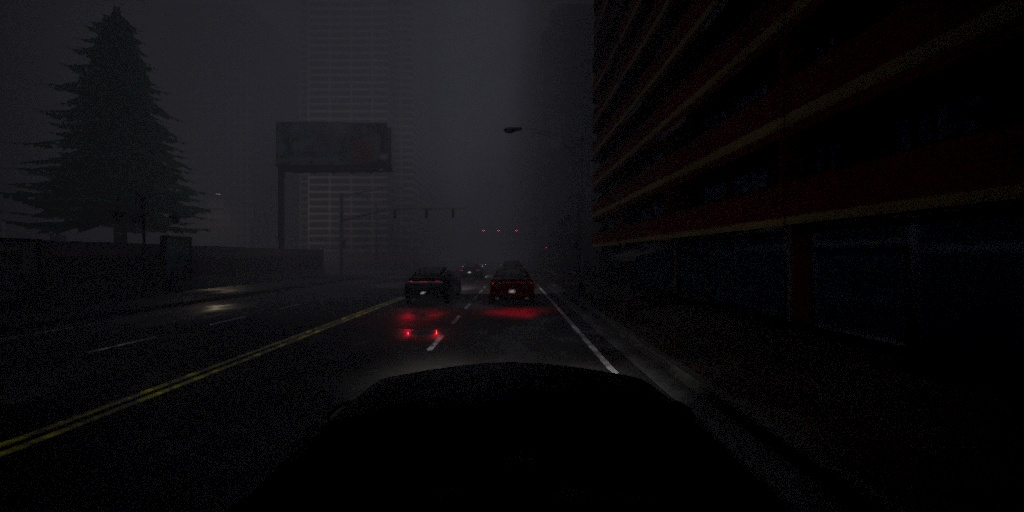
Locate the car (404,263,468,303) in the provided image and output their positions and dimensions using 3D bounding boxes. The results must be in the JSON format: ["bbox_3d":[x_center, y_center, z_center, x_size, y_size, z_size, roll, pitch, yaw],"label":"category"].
[{"bbox_3d":[-3.500,1.242,16.500,2.128,1.511,4.902,0,0,0],"label":"car"}]

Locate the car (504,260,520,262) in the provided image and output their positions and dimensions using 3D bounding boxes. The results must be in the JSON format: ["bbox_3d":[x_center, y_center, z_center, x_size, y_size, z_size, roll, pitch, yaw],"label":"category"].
[{"bbox_3d":[0.000,1.113,31.470,2.097,1.767,4.553,0,0,0],"label":"car"}]

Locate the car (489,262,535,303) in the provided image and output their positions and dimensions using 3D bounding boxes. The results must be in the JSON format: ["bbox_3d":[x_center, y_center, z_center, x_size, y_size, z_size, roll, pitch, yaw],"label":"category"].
[{"bbox_3d":[0.000,1.232,16.500,1.882,1.535,5.008,0,0,0],"label":"car"}]

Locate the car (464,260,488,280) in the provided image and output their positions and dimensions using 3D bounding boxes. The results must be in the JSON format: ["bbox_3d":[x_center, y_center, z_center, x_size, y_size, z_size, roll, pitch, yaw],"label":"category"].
[{"bbox_3d":[-3.500,1.320,31.500,1.994,1.385,4.181,0,0,0],"label":"car"}]
